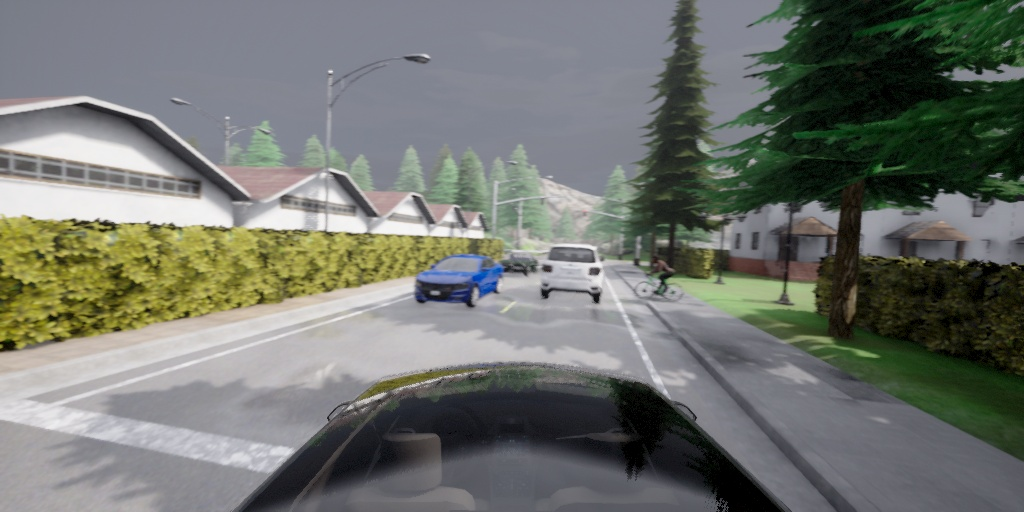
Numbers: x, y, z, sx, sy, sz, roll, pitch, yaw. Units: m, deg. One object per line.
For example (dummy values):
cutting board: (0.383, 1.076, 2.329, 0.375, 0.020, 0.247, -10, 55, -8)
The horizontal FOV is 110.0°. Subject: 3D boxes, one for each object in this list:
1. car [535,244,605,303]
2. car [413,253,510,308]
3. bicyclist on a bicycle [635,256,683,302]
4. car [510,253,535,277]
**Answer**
car: (2.492, 0.548, 14.460, 2.150, 2.045, 5.566, 3, 3, 12)
car: (-1.658, 0.696, 12.620, 1.882, 1.535, 5.008, 3, 3, 12)
bicyclist on a bicycle: (5.313, 0.829, 12.938, 1.656, 1.620, 0.582, 3, 3, 12)
car: (0.425, 0.476, 22.400, 1.895, 1.301, 4.718, 3, 3, 12)
